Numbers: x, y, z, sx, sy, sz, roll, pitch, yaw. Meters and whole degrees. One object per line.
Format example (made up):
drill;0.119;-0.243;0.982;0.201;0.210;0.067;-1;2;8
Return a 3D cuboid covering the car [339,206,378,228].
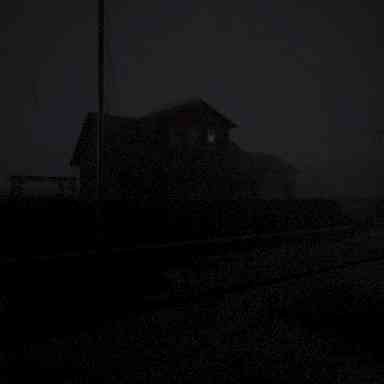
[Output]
car;9.177;1.544;21.949;2.033;1.415;5.357;1;0;-33
